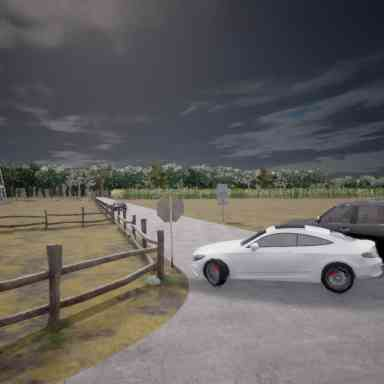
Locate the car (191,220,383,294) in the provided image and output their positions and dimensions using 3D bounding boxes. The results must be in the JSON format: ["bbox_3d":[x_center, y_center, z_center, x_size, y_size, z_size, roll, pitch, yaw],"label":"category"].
[{"bbox_3d":[2.299,1.612,8.709,4.674,1.442,1.812,-2,0,16],"label":"car"}]

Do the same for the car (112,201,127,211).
[{"bbox_3d":[-10.823,1.981,49.471,2.033,1.411,5.357,-2,0,-18],"label":"car"}]

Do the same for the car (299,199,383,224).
[{"bbox_3d":[5.103,1.226,9.809,2.150,2.045,5.566,-2,0,-40],"label":"car"}]
